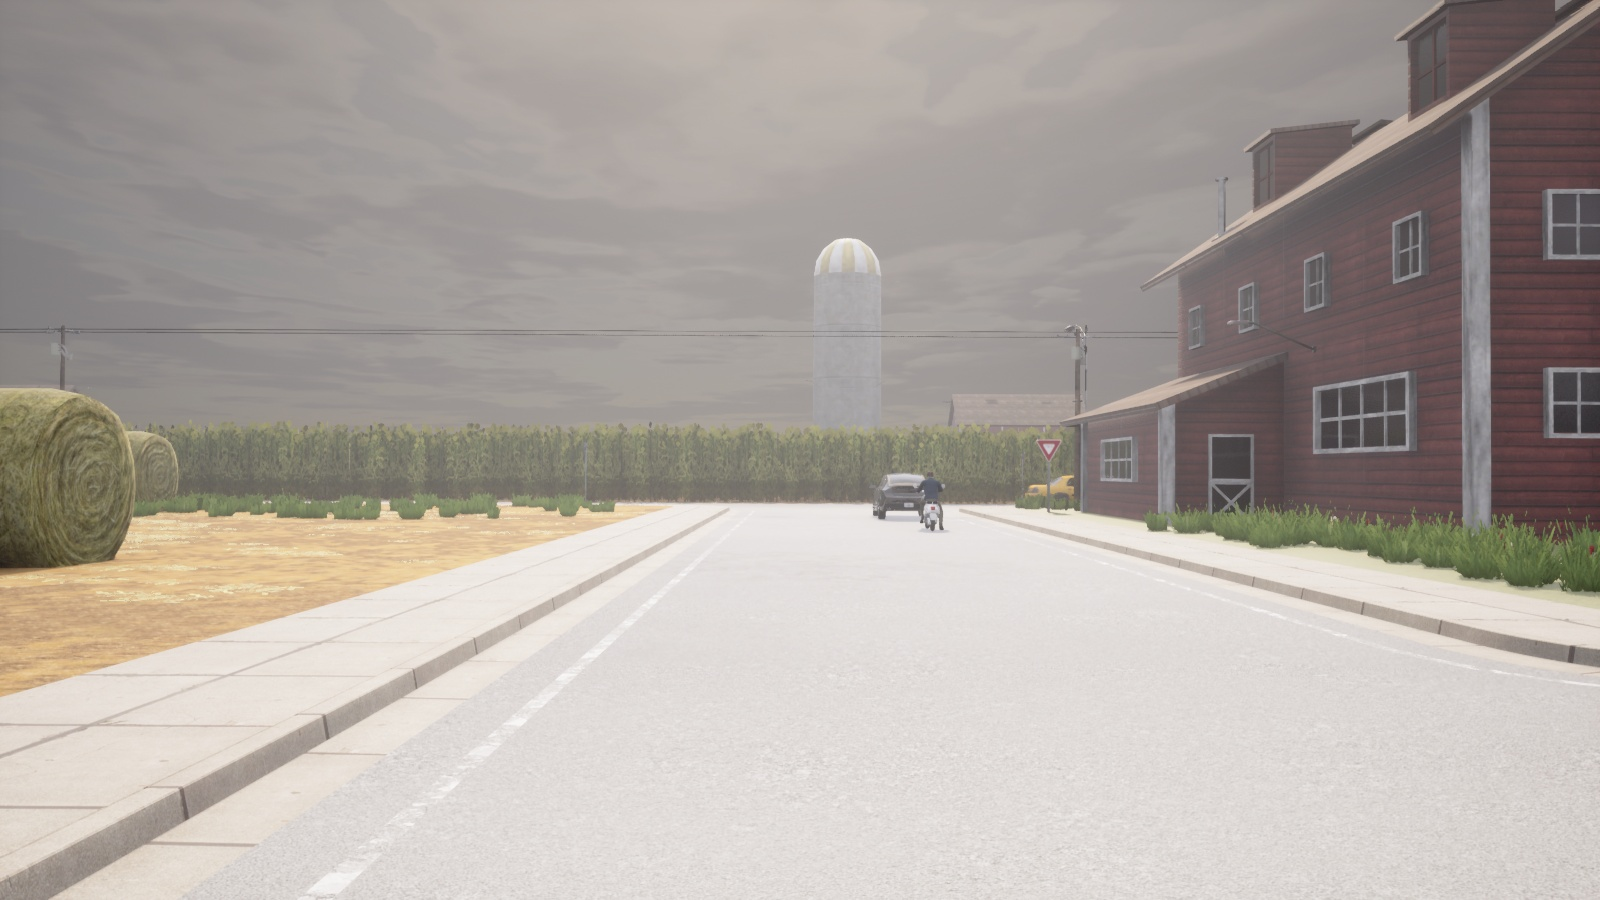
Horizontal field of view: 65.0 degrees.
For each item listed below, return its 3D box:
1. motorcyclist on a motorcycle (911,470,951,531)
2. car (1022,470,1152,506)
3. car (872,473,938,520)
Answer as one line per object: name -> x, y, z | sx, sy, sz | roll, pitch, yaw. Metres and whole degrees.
motorcyclist on a motorcycle -> 3.492, 1.322, 33.611 | 0.866, 1.590, 1.817 | 0, -1, 0
car -> 12.702, 1.677, 55.756 | 5.366, 1.575, 1.801 | 0, -1, 1
car -> 3.489, 1.522, 42.494 | 1.837, 1.490, 4.892 | 0, -1, 0
